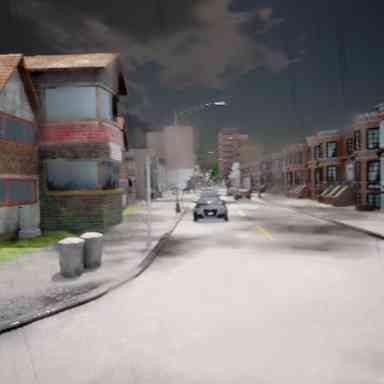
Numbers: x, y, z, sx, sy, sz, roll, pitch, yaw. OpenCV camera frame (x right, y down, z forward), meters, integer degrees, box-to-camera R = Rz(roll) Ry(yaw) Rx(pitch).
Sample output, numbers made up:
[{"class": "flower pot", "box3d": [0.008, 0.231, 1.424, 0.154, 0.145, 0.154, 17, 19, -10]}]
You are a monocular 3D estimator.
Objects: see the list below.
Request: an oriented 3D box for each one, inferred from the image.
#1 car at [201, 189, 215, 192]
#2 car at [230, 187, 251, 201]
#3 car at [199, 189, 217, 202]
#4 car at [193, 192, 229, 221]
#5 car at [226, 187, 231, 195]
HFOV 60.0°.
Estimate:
[{"class": "car", "box3d": [1.503, 0.609, 30.366, 1.837, 1.490, 4.892, -1, 2, 3]}, {"class": "car", "box3d": [6.118, 0.239, 40.852, 1.812, 1.442, 4.674, -1, 2, 2]}, {"class": "car", "box3d": [1.954, 0.350, 40.803, 2.033, 1.411, 5.357, -1, 2, 3]}, {"class": "car", "box3d": [1.098, 0.955, 20.435, 1.994, 1.385, 4.181, -1, 2, 2]}, {"class": "car", "box3d": [6.581, -0.119, 54.050, 2.033, 1.411, 5.357, -1, 2, 2]}]
